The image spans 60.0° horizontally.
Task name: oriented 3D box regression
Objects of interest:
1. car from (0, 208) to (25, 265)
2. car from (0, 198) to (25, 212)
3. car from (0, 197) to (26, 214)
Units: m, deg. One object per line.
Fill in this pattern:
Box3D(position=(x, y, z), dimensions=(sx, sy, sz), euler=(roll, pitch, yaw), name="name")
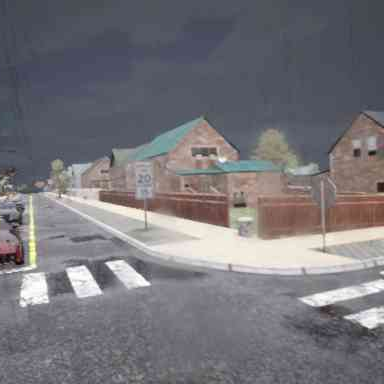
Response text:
Box3D(position=(-6.456, 1.479, 10.417), dimensions=(1.994, 1.385, 4.181), euler=(-4, 2, -29), name="car")
Box3D(position=(-11.672, 1.336, 20.744), dimensions=(1.994, 1.385, 4.181), euler=(-4, 2, -26), name="car")
Box3D(position=(-16.847, 1.225, 31.430), dimensions=(1.895, 1.301, 4.718), euler=(-4, 2, -26), name="car")
